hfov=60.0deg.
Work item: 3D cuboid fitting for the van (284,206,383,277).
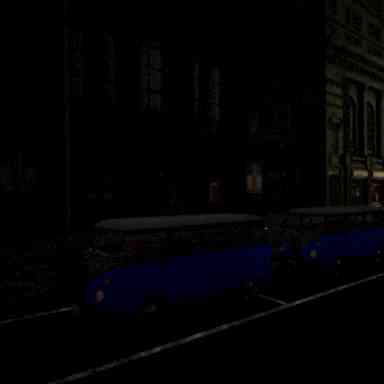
[{"bbox_3d":[4.315,1.338,9.982,3.998,1.788,1.690,0,0,-37],"label":"van"}]

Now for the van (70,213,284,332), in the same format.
[{"bbox_3d":[-0.188,1.354,6.593,3.998,1.788,1.690,0,0,-37],"label":"van"}]
